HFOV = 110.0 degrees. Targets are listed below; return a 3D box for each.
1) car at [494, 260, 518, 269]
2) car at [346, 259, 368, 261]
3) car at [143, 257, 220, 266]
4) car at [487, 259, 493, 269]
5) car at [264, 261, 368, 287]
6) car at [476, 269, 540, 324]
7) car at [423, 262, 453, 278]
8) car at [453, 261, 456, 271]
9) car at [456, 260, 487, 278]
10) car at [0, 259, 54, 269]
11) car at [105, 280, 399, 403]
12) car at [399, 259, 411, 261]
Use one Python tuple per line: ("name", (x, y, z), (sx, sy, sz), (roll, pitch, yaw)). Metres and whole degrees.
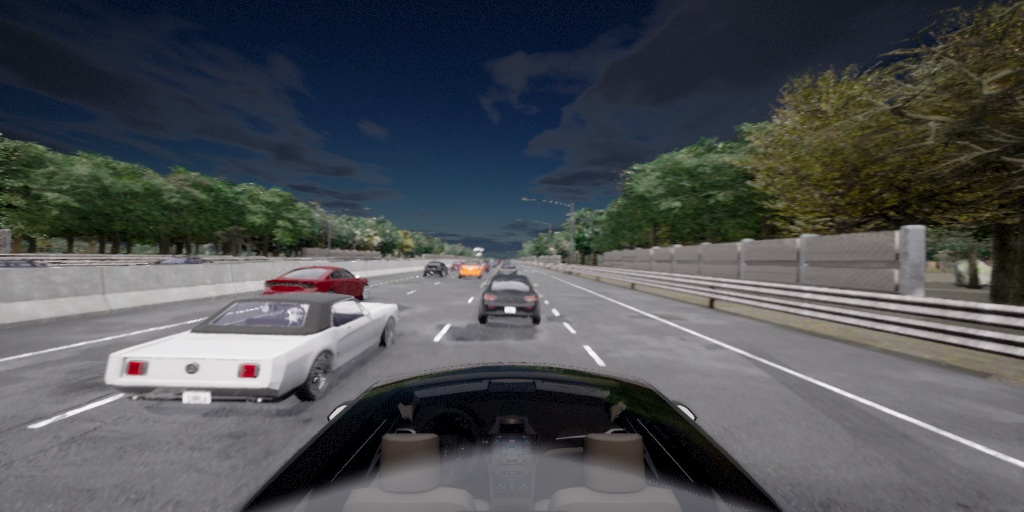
("car", (-0.400, 1.478, 35.441), (2.128, 1.511, 4.902), (2, -1, -1))
("car", (-25.247, 1.143, 60.156), (2.033, 1.411, 5.357), (2, -1, 0))
("car", (-24.785, 0.798, 27.081), (2.033, 1.411, 5.357), (2, 0, -1))
("car", (-4.120, 1.573, 51.238), (1.812, 1.442, 4.674), (2, -1, -1))
("car", (-7.095, 1.110, 13.618), (1.882, 1.535, 5.008), (2, 0, -1))
("car", (-0.078, 1.340, 12.201), (1.812, 1.442, 4.674), (2, 0, -1))
("car", (-7.397, 1.301, 35.342), (1.837, 1.490, 4.892), (2, -1, -1))
("car", (-7.618, 1.478, 51.190), (1.812, 1.442, 4.674), (2, -1, -1))
("car", (-3.894, 1.242, 35.341), (2.097, 1.767, 4.553), (2, -1, -1))
("car", (-21.186, 0.801, 14.433), (2.033, 1.411, 5.357), (2, 0, -1))
("car", (-3.495, 1.283, 6.180), (1.895, 1.301, 4.718), (2, 0, -1))
("car", (-18.266, 1.288, 60.831), (1.837, 1.490, 4.892), (2, 0, 0))
